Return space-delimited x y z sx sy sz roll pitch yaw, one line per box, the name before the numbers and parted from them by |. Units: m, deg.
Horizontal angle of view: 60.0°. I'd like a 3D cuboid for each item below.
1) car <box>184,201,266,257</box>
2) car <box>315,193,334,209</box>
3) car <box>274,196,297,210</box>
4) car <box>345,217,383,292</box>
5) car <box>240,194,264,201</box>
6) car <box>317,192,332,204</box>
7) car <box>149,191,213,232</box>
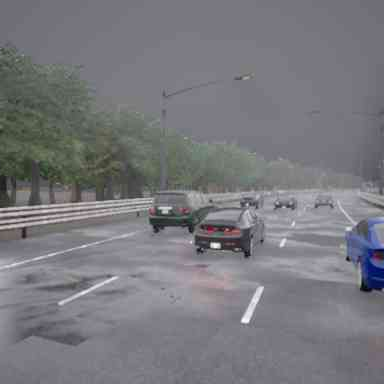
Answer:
car | 1.525 1.310 12.248 1.837 1.490 4.892 0 1 20
car | 14.219 0.983 35.788 2.033 1.411 5.357 0 1 23
car | 9.462 1.076 33.268 1.895 1.301 4.718 0 1 22
car | 4.968 1.345 8.201 1.882 1.535 5.008 0 1 19
car | 6.333 0.957 34.850 1.837 1.490 4.892 0 1 22
car | 18.593 0.801 46.527 1.812 1.442 4.674 0 1 24
car | -0.278 0.945 17.568 2.150 2.045 5.566 0 1 20
